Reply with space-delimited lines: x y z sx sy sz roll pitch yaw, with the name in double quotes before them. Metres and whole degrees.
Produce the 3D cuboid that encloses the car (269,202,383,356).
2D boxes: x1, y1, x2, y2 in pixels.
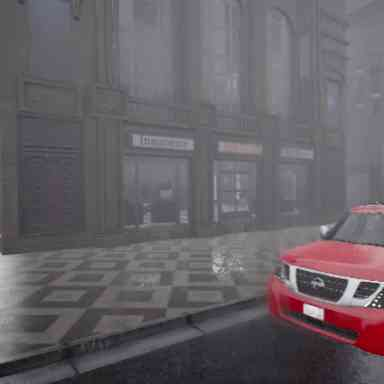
"car" 3.854 1.220 6.008 5.566 2.045 2.150 0 0 -36
